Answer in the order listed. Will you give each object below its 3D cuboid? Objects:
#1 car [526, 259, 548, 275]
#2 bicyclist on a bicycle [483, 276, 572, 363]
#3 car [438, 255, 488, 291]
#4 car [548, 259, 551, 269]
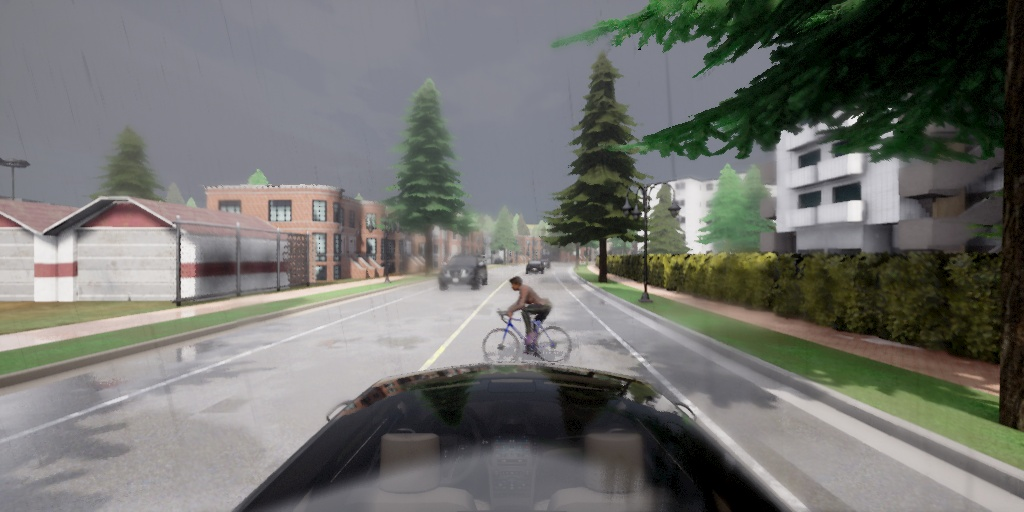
[{"bbox_3d":[2.622,1.183,39.193,1.882,1.535,5.008,0,0,7],"label":"car"},{"bbox_3d":[0.260,1.197,6.604,1.656,1.620,0.582,-2,0,1],"label":"bicyclist on a bicycle"},{"bbox_3d":[-2.815,0.952,21.939,2.150,2.045,5.566,0,0,4],"label":"car"},{"bbox_3d":[4.757,1.181,52.707,2.128,1.511,4.902,0,0,10],"label":"car"}]
